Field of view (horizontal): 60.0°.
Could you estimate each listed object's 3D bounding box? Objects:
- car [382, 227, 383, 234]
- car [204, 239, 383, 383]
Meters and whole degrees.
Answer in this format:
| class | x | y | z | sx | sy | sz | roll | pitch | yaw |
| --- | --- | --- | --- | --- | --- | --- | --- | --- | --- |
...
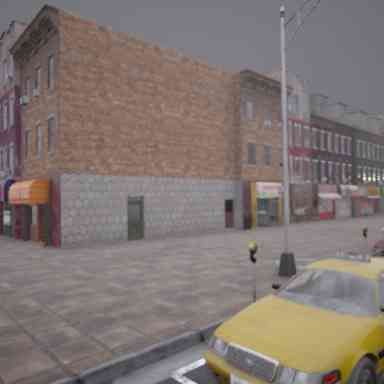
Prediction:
| class | x | y | z | sx | sy | sz | roll | pitch | yaw |
| --- | --- | --- | --- | --- | --- | --- | --- | --- | --- |
| car | 6.442 | 1.429 | 8.687 | 5.009 | 1.841 | 2.192 | 0 | -2 | -42 |
| car | 2.279 | 1.613 | 4.907 | 4.829 | 1.417 | 1.752 | 0 | -2 | -42 |
